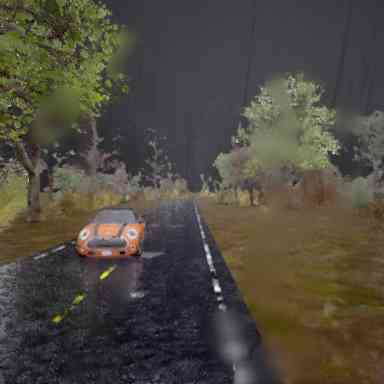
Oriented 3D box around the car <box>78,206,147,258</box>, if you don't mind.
[{"bbox_3d":[-2.937,1.406,13.044,2.097,1.767,4.553,0,0,-4],"label":"car"}]
